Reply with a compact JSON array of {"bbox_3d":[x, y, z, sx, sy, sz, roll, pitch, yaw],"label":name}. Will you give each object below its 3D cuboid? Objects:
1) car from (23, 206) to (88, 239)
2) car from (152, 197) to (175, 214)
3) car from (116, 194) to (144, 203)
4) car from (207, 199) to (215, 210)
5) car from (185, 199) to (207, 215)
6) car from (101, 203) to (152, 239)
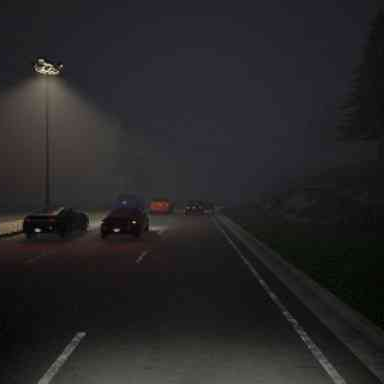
[{"bbox_3d":[-6.900,1.491,17.322,2.128,1.511,4.902,0,0,0],"label":"car"},{"bbox_3d":[-3.112,1.352,35.968,2.097,1.767,4.553,0,0,3],"label":"car"},{"bbox_3d":[-6.619,1.220,36.105,2.150,2.045,5.566,0,0,3],"label":"car"},{"bbox_3d":[1.724,1.564,43.696,1.994,1.385,4.181,0,0,14],"label":"car"},{"bbox_3d":[0.293,1.547,34.379,2.033,1.411,5.357,0,0,2],"label":"car"},{"bbox_3d":[-3.399,1.526,17.314,1.812,1.442,4.674,0,0,0],"label":"car"}]
